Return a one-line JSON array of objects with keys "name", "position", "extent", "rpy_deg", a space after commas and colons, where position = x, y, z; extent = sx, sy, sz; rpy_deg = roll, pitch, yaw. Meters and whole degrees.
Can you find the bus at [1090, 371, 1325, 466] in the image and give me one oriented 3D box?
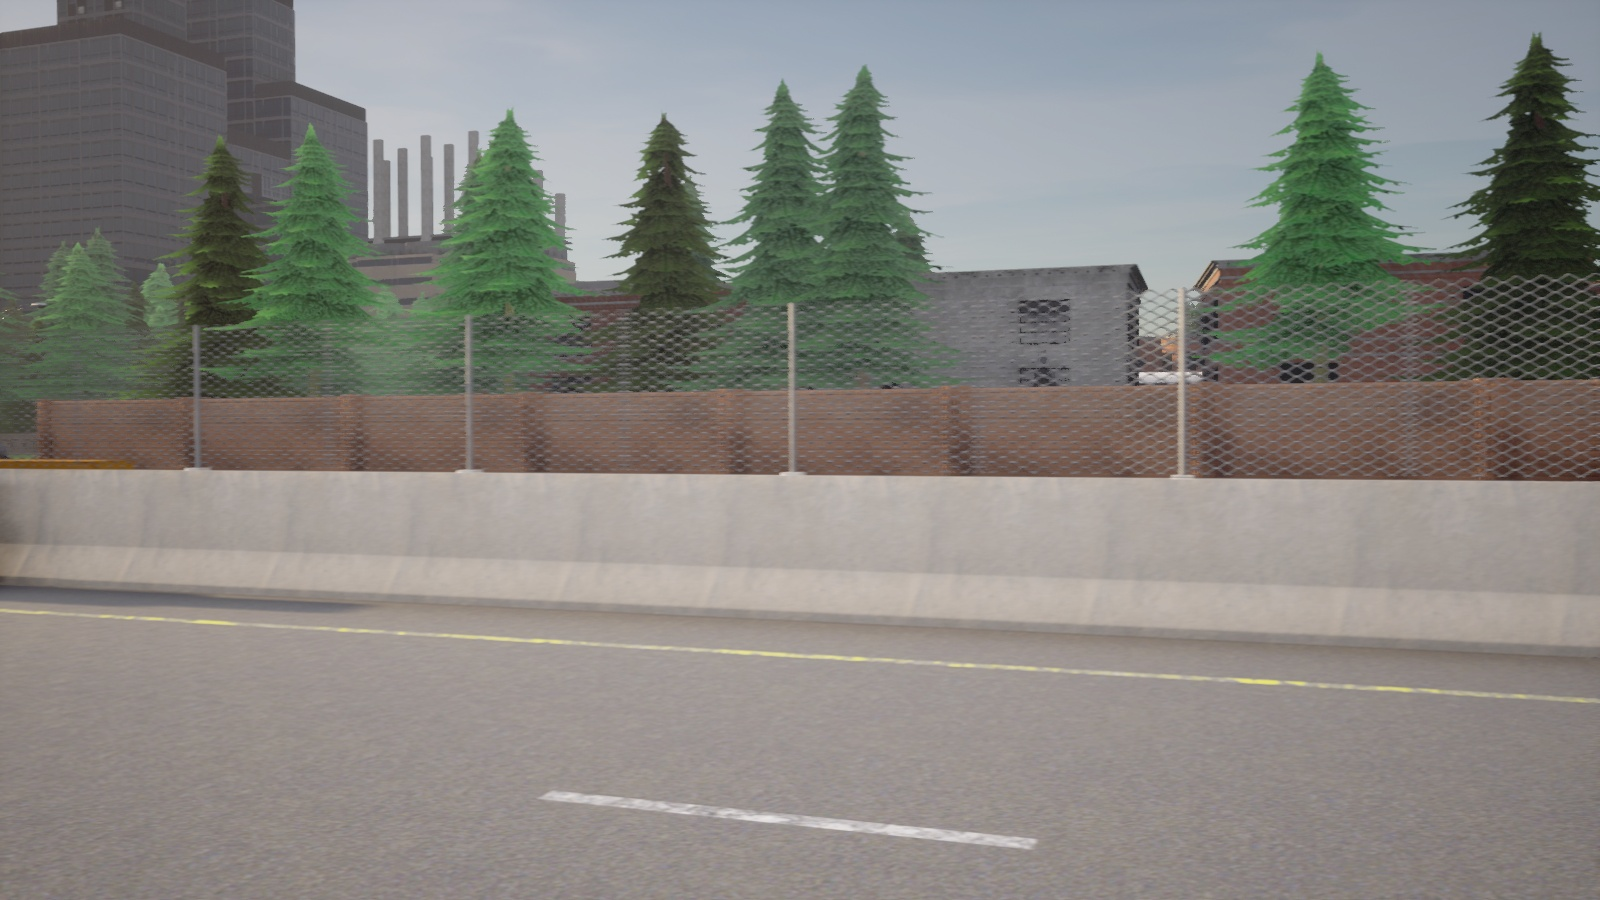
[{"name": "bus", "position": [19.213, -1.474, 59.788], "extent": [10.273, 4.253, 3.944], "rpy_deg": [0, 1, 16]}]
